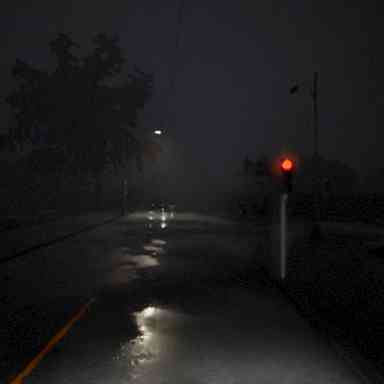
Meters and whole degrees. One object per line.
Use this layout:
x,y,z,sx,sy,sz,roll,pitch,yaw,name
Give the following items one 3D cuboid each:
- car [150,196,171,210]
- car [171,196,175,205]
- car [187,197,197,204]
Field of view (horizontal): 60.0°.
-4.087,1.469,41.870,1.837,1.490,4.892,0,1,0,car
-4.052,1.459,57.854,1.837,1.490,4.892,0,0,0,car
0.008,1.551,62.053,1.895,1.301,4.718,0,0,0,car
